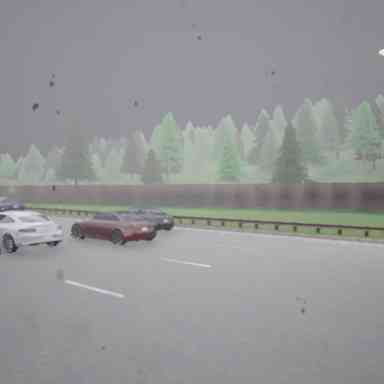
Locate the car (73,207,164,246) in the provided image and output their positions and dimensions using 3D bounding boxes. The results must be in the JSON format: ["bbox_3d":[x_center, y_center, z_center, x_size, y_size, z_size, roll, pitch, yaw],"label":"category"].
[{"bbox_3d":[-3.620,1.524,15.186,4.181,1.385,1.994,0,0,36],"label":"car"}]

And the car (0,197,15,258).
[{"bbox_3d":[-7.570,1.183,9.405,5.566,2.045,2.150,1,0,36],"label":"car"}]

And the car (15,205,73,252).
[{"bbox_3d":[-7.072,1.479,13.368,4.674,1.442,1.812,0,0,36],"label":"car"}]

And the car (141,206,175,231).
[{"bbox_3d":[-3.036,1.517,19.087,4.181,1.385,1.994,0,0,36],"label":"car"}]

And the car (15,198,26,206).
[{"bbox_3d":[-16.155,1.250,28.507,4.553,1.767,2.097,0,0,36],"label":"car"}]
